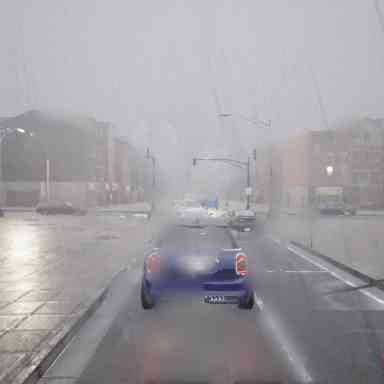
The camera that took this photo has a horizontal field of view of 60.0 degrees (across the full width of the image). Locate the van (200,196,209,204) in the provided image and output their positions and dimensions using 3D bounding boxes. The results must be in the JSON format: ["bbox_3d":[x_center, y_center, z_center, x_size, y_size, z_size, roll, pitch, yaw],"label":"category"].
[{"bbox_3d":[2.689,1.674,71.494,1.690,1.788,3.998,-1,-1,0],"label":"van"}]

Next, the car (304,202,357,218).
[{"bbox_3d":[13.708,1.722,33.025,4.902,1.511,2.128,1,1,0],"label":"car"}]

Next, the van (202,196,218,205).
[{"bbox_3d":[2.665,1.474,45.042,1.690,1.788,3.998,-1,0,0],"label":"van"}]

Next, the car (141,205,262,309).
[{"bbox_3d":[0.106,1.355,8.011,2.097,1.767,4.553,0,0,0],"label":"car"}]

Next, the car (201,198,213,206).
[{"bbox_3d":[2.684,1.793,60.911,2.008,1.369,4.403,-1,-1,0],"label":"car"}]

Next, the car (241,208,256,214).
[{"bbox_3d":[2.644,1.572,18.083,2.008,1.369,4.403,-1,0,0],"label":"car"}]

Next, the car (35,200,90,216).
[{"bbox_3d":[-11.688,1.458,30.150,4.674,1.442,1.812,1,1,2],"label":"car"}]

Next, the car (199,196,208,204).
[{"bbox_3d":[2.696,1.824,76.783,1.967,1.590,4.097,-1,-1,0],"label":"car"}]

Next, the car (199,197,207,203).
[{"bbox_3d":[2.704,1.982,82.072,1.887,1.381,4.507,-1,-1,0],"label":"car"}]

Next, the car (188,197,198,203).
[{"bbox_3d":[0.081,1.970,75.923,1.895,1.301,4.718,0,-1,0],"label":"car"}]

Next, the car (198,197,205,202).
[{"bbox_3d":[2.715,2.138,92.651,1.802,1.307,4.206,-2,-1,0],"label":"car"}]

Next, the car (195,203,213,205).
[{"bbox_3d":[0.147,1.546,17.831,1.812,1.442,4.674,0,0,1],"label":"car"}]

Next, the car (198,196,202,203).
[{"bbox_3d":[2.674,1.516,55.624,2.192,1.841,5.009,-1,0,0],"label":"car"}]

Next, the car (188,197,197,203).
[{"bbox_3d":[0.089,2.003,85.890,2.128,1.511,4.902,0,-1,0],"label":"car"}]
